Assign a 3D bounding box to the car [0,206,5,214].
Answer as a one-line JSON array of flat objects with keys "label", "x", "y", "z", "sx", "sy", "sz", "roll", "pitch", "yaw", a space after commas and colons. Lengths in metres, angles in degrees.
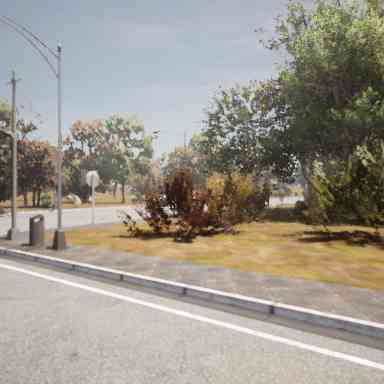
[{"label": "car", "x": -18.573, "y": 1.508, "z": 27.633, "sx": 2.033, "sy": 1.411, "sz": 5.357, "roll": 0, "pitch": 0, "yaw": 32}]
